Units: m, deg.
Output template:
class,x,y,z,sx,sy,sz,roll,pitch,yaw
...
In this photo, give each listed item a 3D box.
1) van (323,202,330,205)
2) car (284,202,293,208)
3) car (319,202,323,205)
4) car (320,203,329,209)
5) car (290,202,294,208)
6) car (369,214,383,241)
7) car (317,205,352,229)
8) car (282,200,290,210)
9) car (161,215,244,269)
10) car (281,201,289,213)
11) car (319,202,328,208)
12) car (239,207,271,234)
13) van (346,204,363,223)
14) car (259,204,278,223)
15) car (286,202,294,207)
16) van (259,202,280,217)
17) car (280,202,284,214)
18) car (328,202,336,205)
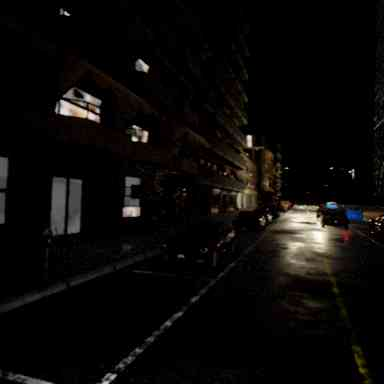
class,x,y,z,sx,sy,sz,roll,pitch,yaw
van,26.017,2.810,62.069,1.690,1.788,3.998,2,0,19
car,23.363,3.141,80.572,1.887,1.381,4.507,2,0,19
car,31.361,3.335,78.071,1.752,1.417,4.829,2,0,19
car,33.073,3.464,83.191,1.887,1.381,4.507,2,0,19
car,18.075,2.574,64.731,2.192,1.841,5.009,2,0,19
car,11.880,2.015,19.820,1.967,1.590,4.097,2,0,19
car,11.696,2.132,27.546,1.882,1.535,5.008,2,0,19
car,14.478,2.556,54.007,1.752,1.417,4.829,2,0,19
car,0.399,1.688,11.920,1.887,1.381,4.507,2,0,19
car,12.765,2.473,48.886,2.008,1.369,4.403,2,0,19
car,34.845,3.473,88.473,1.967,1.590,4.097,2,0,19
car,3.932,1.931,22.482,1.947,1.339,4.313,2,0,19
van,17.185,2.251,35.664,1.690,1.788,3.998,2,0,19
car,5.698,2.027,27.763,2.008,1.369,4.403,2,0,19
car,26.895,3.404,91.134,1.802,1.307,4.206,2,0,19
van,7.475,1.929,33.046,1.690,1.788,3.998,2,0,19
car,9.179,2.221,38.164,1.752,1.417,4.829,2,0,19
car,22.529,2.773,51.666,1.752,1.417,4.829,2,0,19
